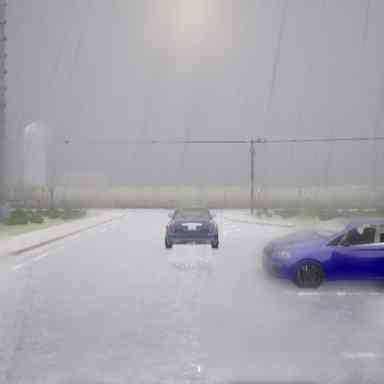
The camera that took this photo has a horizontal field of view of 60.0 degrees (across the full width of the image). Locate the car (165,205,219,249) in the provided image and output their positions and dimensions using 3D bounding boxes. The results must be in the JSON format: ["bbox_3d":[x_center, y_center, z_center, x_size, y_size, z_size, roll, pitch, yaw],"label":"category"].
[{"bbox_3d":[0.000,1.363,14.620,2.097,1.767,4.553,0,0,0],"label":"car"}]

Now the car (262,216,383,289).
[{"bbox_3d":[4.216,1.476,8.755,4.611,1.667,2.242,0,0,1],"label":"car"}]
